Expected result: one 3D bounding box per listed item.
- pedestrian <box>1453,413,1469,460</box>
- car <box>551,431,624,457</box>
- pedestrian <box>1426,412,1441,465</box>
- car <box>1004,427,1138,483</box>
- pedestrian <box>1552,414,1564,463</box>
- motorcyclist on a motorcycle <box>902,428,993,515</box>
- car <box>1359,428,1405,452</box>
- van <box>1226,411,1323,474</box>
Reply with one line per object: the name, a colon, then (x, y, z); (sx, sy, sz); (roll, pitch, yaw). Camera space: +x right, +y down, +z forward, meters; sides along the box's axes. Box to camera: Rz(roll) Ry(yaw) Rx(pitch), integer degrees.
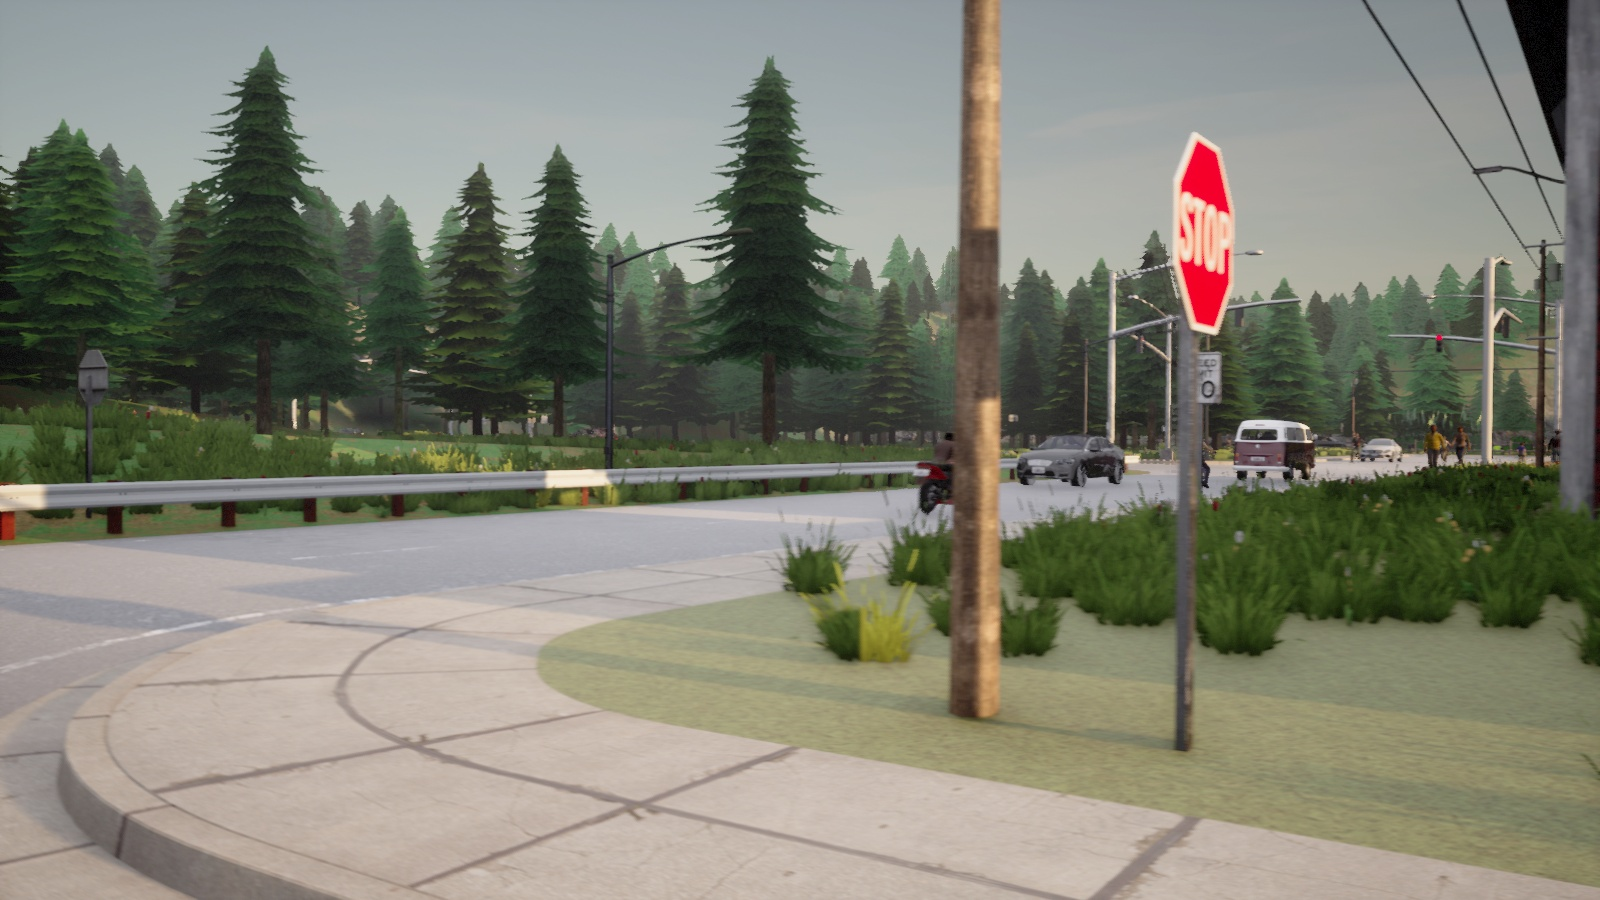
pedestrian: (25.361, -0.528, 48.181); (0.328, 1.805, 0.869); (0, 1, 43)
car: (-14.382, -0.409, 84.872); (4.856, 1.649, 2.033); (0, 1, 36)
pedestrian: (22.224, -0.417, 44.040); (0.370, 1.835, 0.726); (0, 1, 34)
car: (8.079, 0.104, 37.107); (2.128, 1.511, 4.902); (0, 1, 35)
pedestrian: (30.308, -0.454, 50.207); (0.402, 1.930, 0.666); (0, 1, 30)
motorcyclist on a motorcycle: (2.756, 0.369, 23.234); (0.797, 1.523, 2.044); (0, 1, 35)
car: (35.870, -0.627, 77.381); (1.812, 1.442, 4.674); (0, 1, 35)
van: (16.156, -0.276, 42.650); (2.069, 2.038, 4.480); (0, 1, 35)
